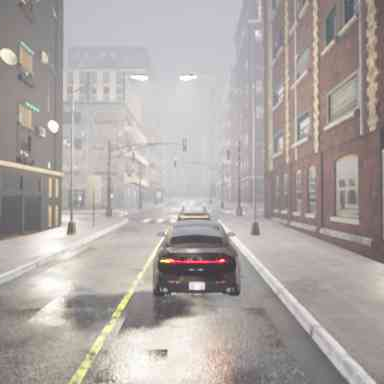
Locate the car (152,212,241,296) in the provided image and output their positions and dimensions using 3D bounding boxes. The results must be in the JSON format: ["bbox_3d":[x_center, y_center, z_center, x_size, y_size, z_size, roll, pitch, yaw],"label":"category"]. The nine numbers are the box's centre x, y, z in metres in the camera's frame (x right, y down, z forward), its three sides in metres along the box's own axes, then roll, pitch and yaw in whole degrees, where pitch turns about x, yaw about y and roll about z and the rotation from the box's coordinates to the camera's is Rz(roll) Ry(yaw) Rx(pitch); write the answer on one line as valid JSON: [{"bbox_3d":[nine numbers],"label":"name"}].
[{"bbox_3d":[0.105,1.481,8.557,1.837,1.490,4.892,0,0,0],"label":"car"}]

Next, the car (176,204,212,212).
[{"bbox_3d":[0.127,1.444,18.949,2.128,1.511,4.902,0,0,0],"label":"car"}]
